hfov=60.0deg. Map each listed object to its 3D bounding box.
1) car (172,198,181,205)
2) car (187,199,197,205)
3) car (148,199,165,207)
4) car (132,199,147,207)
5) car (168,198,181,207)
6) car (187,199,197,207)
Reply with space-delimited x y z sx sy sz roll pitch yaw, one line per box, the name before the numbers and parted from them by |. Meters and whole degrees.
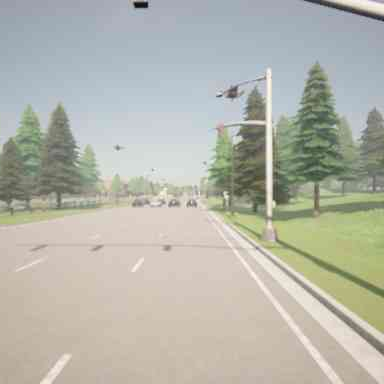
car | -3.502 2.172 75.401 1.812 1.442 4.674 0 -1 0
car | -0.002 2.200 75.400 1.994 1.385 4.181 0 -1 0
car | -7.001 2.309 65.425 1.895 1.301 4.718 0 -1 0
car | -10.501 2.207 64.980 1.837 1.490 4.892 0 -1 0
car | -3.501 2.059 65.368 2.097 1.767 4.553 0 -1 0
car | -0.001 2.059 65.335 2.097 1.767 4.553 0 -1 0
